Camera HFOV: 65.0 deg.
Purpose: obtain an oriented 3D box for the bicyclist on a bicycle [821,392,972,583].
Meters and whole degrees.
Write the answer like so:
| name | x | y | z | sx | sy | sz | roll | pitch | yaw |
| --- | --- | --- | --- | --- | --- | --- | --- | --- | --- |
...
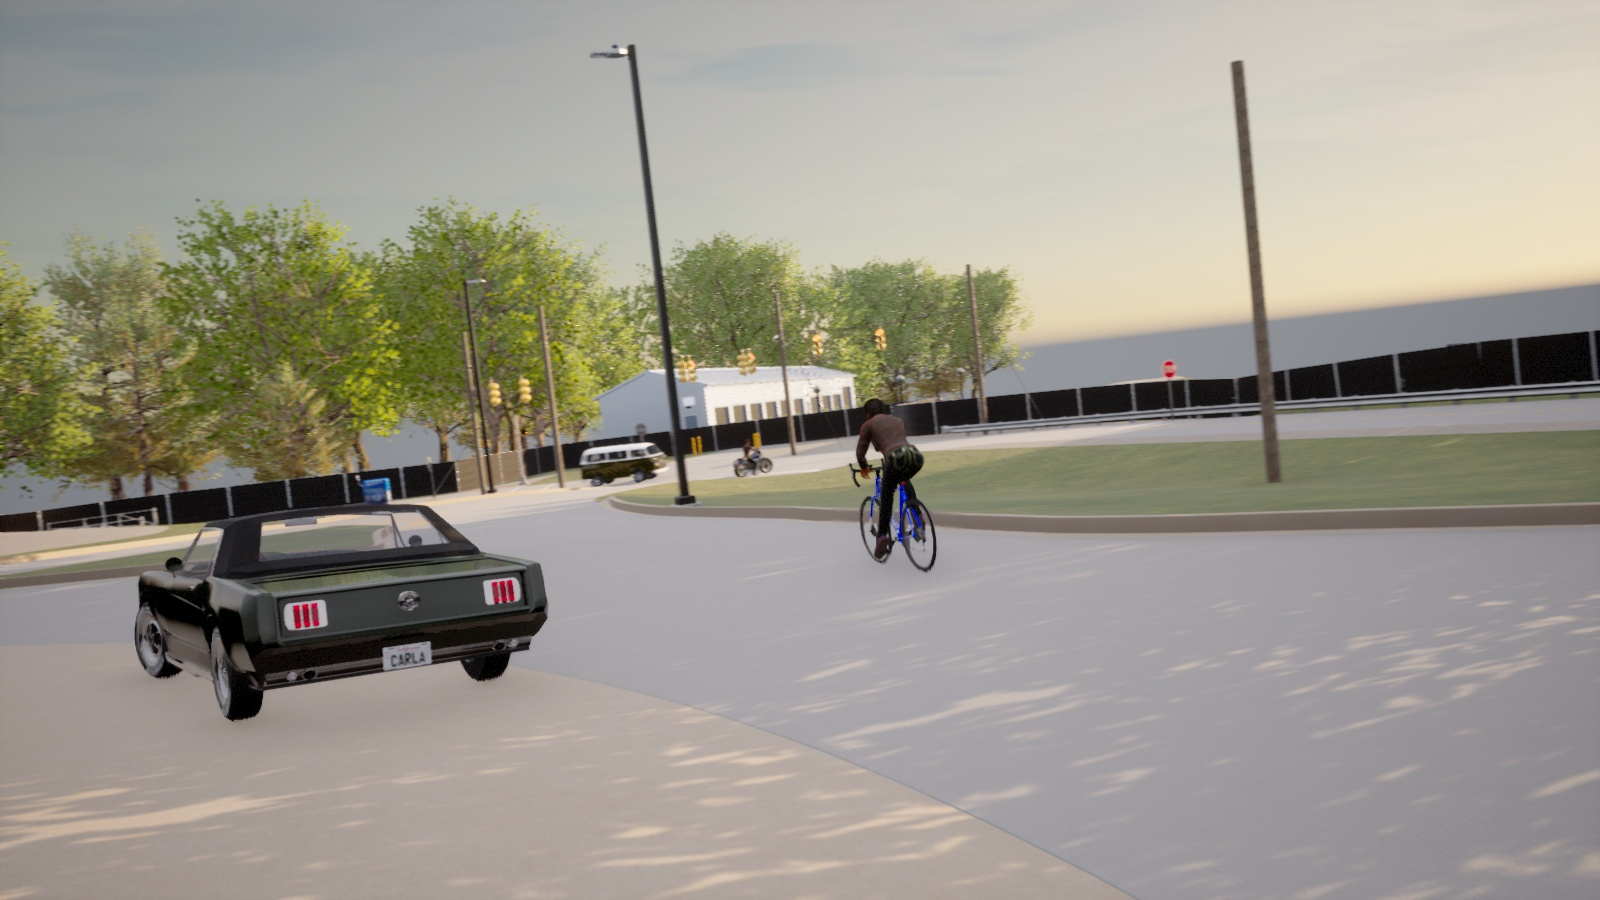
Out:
| name | x | y | z | sx | sy | sz | roll | pitch | yaw |
| --- | --- | --- | --- | --- | --- | --- | --- | --- | --- |
| bicyclist on a bicycle | 0.877 | 0.329 | 11.870 | 0.582 | 1.620 | 1.656 | -8 | 3 | -20 |

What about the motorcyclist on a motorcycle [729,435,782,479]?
| name | x | y | z | sx | sy | sz | roll | pitch | yaw |
| --- | --- | --- | --- | --- | --- | --- | --- | --- | --- |
| motorcyclist on a motorcycle | -1.927 | 0.308 | 54.930 | 0.766 | 1.649 | 2.350 | -3 | 3 | 40 |

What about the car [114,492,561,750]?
| name | x | y | z | sx | sy | sz | roll | pitch | yaw |
| --- | --- | --- | --- | --- | --- | --- | --- | --- | --- |
| car | -3.711 | 1.087 | 9.416 | 1.895 | 1.301 | 4.718 | -4 | -1 | -36 |

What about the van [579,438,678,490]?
| name | x | y | z | sx | sy | sz | roll | pitch | yaw |
| --- | --- | --- | --- | --- | --- | --- | --- | --- | --- |
| van | -8.969 | 0.715 | 65.801 | 4.480 | 2.038 | 2.069 | -6 | 4 | 17 |
